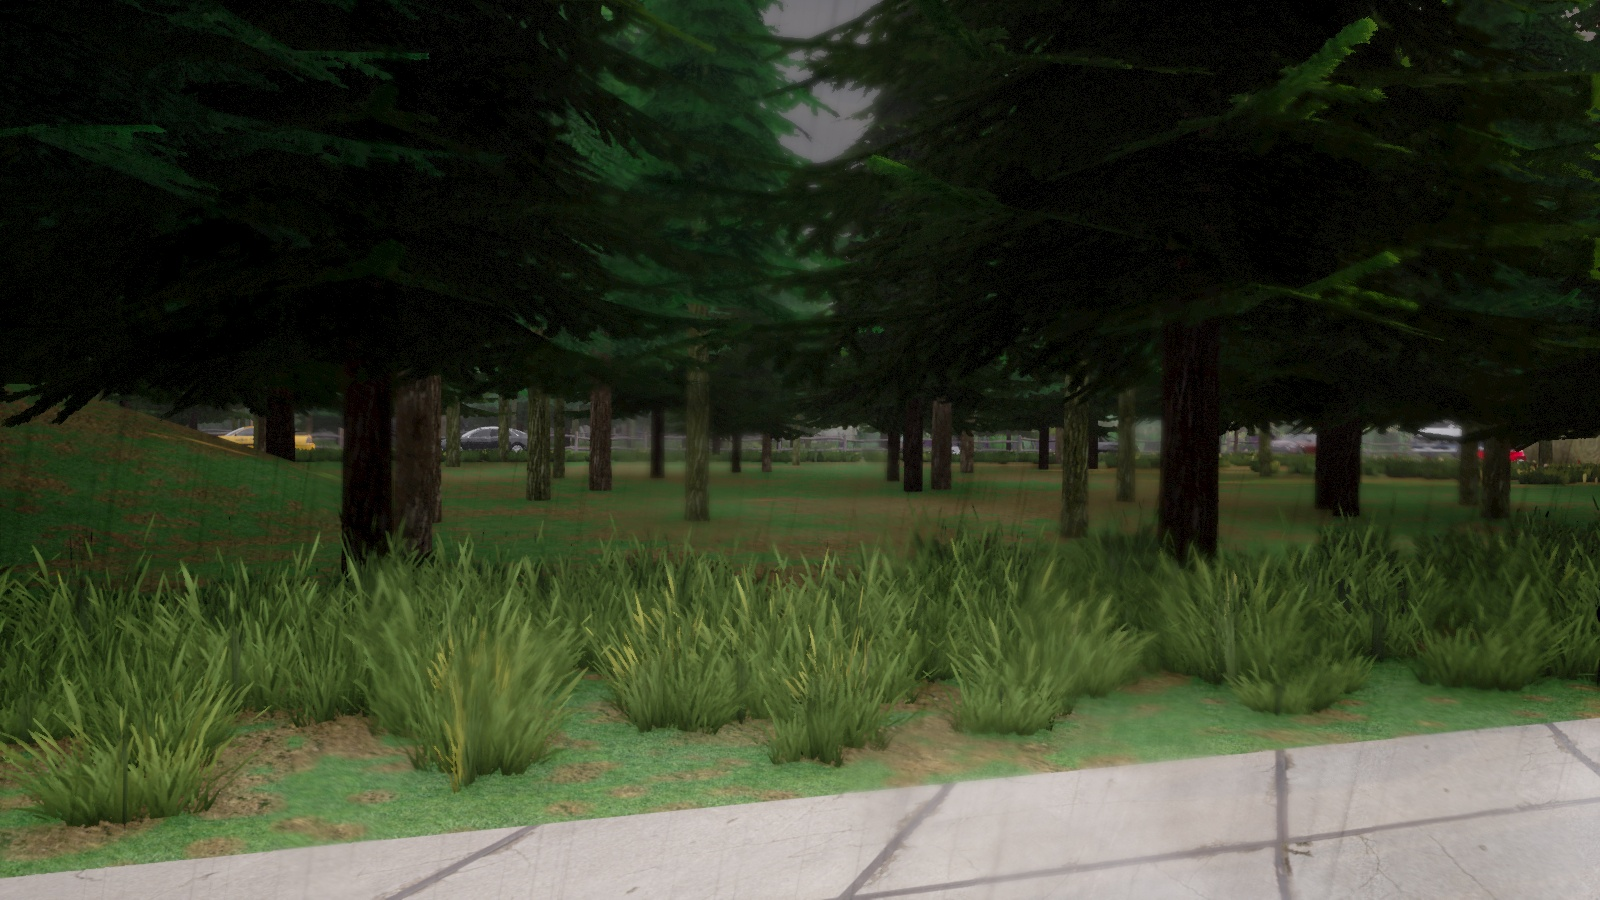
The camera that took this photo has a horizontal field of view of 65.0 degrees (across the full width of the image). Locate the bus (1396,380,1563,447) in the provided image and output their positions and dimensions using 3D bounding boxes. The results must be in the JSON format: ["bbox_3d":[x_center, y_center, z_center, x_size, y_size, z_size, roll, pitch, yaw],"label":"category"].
[{"bbox_3d":[45.348,-2.440,83.811,10.273,4.253,3.944,-1,1,-19],"label":"bus"}]

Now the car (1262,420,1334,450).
[{"bbox_3d":[30.772,-0.939,77.571,4.553,1.767,2.097,-2,2,-38],"label":"car"}]

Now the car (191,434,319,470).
[{"bbox_3d":[-25.178,0.062,58.221,5.366,1.575,1.801,-1,1,-21],"label":"car"}]

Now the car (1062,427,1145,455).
[{"bbox_3d":[16.977,-0.523,70.245,4.193,1.474,1.816,-1,1,-19],"label":"car"}]

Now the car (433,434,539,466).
[{"bbox_3d":[-15.475,-0.037,61.913,4.892,1.490,1.837,-1,1,-21],"label":"car"}]

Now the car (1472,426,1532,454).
[{"bbox_3d":[35.318,-0.531,63.238,1.481,1.376,2.207,-1,1,-22],"label":"car"}]
